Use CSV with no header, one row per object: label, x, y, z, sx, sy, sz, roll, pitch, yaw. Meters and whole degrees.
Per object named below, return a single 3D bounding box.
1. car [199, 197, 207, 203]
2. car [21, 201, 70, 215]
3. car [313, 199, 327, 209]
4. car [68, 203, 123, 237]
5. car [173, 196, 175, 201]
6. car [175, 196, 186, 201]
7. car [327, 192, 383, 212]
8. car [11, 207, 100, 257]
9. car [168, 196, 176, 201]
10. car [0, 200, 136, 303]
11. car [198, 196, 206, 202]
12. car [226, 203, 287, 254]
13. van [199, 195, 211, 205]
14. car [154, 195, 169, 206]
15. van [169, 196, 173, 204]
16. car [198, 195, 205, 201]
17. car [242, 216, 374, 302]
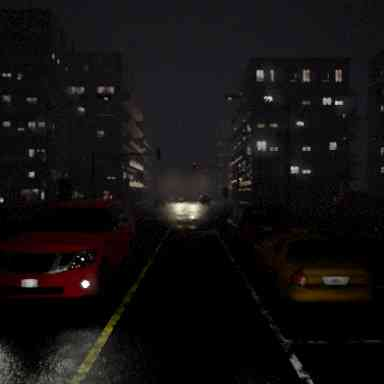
car,2.576,1.797,79.504,1.947,1.339,4.313,0,0,0
car,-16.128,1.758,36.731,4.674,1.442,1.812,-1,0,0
car,17.595,1.415,42.046,4.507,1.381,1.887,-1,1,0
car,-5.404,1.502,19.164,1.967,1.590,4.097,0,0,0
car,-5.356,1.798,73.924,1.802,1.307,4.206,0,0,0
car,-2.741,1.648,86.879,1.812,1.442,4.674,0,0,0
car,18.483,0.957,36.742,5.566,2.045,2.150,-1,0,0
car,-5.314,1.485,13.621,1.967,1.590,4.097,0,0,0
car,-5.306,1.805,90.668,1.887,1.381,4.507,0,0,0
car,-2.848,1.250,8.600,2.150,2.045,5.566,0,0,0
car,2.574,1.772,85.255,1.752,1.417,4.829,0,0,0
car,2.566,1.359,13.620,2.192,1.841,5.009,0,0,0
van,2.701,1.525,62.139,1.690,1.788,3.998,0,0,0
car,-5.439,1.611,57.179,1.967,1.590,4.097,0,0,0
van,-5.403,1.542,68.344,1.690,1.788,3.998,0,0,0
car,2.575,1.700,90.667,1.967,1.590,4.097,0,0,0
car,2.565,1.552,8.242,1.752,1.417,4.829,0,0,0
